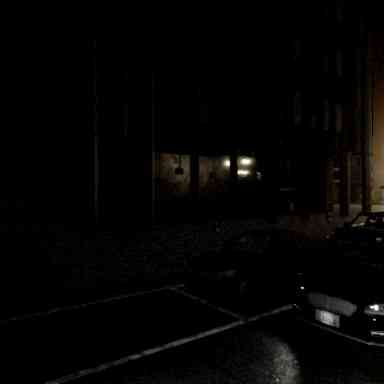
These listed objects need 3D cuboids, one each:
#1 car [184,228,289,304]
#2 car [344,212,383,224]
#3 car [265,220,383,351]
[{"bbox_3d":[1.775,1.576,8.074,4.206,1.307,1.802,0,0,-36],"label":"car"},{"bbox_3d":[6.342,1.417,11.384,4.097,1.590,1.967,0,0,-36],"label":"car"},{"bbox_3d":[3.860,1.479,6.060,4.902,1.511,2.128,0,0,-36],"label":"car"}]
